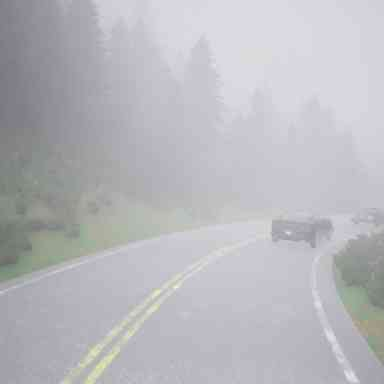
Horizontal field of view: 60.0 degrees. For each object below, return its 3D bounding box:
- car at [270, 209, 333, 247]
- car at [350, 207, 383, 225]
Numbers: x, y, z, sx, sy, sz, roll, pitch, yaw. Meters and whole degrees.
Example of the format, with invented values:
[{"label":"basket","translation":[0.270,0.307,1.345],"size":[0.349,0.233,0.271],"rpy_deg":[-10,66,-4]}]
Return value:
[{"label":"car","translation":[5.356,1.567,15.847],"size":[1.882,1.535,5.008],"rpy_deg":[4,1,33]},{"label":"car","translation":[14.217,1.919,26.302],"size":[2.033,1.411,5.357],"rpy_deg":[5,2,43]}]
